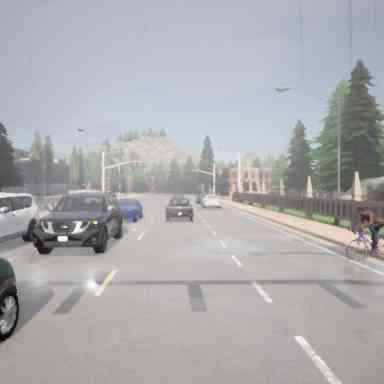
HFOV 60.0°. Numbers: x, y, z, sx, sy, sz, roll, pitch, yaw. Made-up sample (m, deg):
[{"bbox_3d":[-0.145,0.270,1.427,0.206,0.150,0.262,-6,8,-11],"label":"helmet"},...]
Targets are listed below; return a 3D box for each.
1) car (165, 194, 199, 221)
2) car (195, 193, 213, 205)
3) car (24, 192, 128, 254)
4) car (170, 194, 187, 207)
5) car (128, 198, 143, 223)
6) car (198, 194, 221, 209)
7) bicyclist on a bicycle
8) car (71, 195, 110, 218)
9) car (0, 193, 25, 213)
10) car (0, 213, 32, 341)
[{"bbox_3d":[-0.898,1.181,23.964,2.128,1.511,4.902,0,1,-2],"label":"car"},{"bbox_3d":[1.601,0.938,46.759,2.033,1.411,5.357,0,1,-3],"label":"car"},{"bbox_3d":[-4.116,1.057,13.034,2.150,2.045,5.566,0,1,-3],"label":"car"},{"bbox_3d":[-1.697,1.004,41.978,2.033,1.411,5.357,0,1,-3],"label":"car"},{"bbox_3d":[-4.552,1.184,23.067,1.882,1.535,5.008,0,1,-2],"label":"car"},{"bbox_3d":[2.035,1.045,36.782,1.812,1.442,4.674,0,1,-3],"label":"car"},{"bbox_3d":[5.396,1.226,10.072,1.656,1.620,0.582,-9,1,-2],"label":"bicyclist on a bicycle"},{"bbox_3d":[-8.240,1.133,27.447,1.882,1.535,5.008,0,1,-2],"label":"car"},{"bbox_3d":[-7.584,1.072,12.240,2.150,2.045,5.566,0,1,-3],"label":"car"},{"bbox_3d":[-3.684,1.312,3.275,2.097,1.767,4.553,0,1,-3],"label":"car"}]
